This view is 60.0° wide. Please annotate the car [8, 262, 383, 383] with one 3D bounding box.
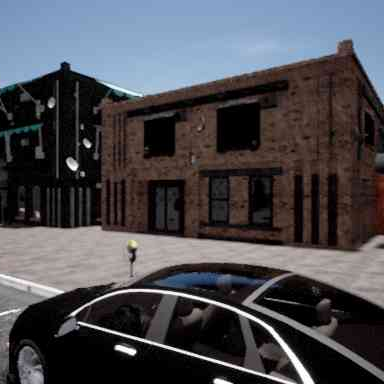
[{"bbox_3d":[-0.016,1.526,3.446,4.892,1.490,1.837,-1,0,36],"label":"car"}]
